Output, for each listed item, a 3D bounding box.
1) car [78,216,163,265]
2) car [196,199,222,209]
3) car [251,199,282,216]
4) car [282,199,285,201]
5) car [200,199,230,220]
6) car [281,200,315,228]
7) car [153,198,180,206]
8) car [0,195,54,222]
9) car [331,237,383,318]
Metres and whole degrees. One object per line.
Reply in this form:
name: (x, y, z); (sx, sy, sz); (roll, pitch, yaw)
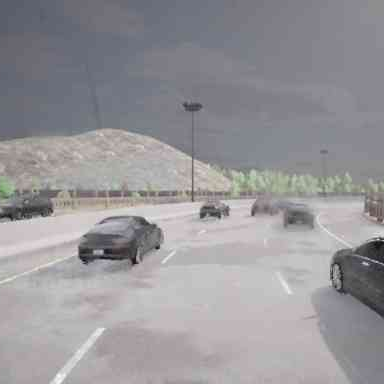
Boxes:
car: (-2.329, 1.555, 11.727); (1.812, 1.442, 4.674); (0, 0, 8)
car: (2.428, 1.683, 47.589); (1.994, 1.385, 4.181); (0, 0, 30)
car: (7.378, 1.437, 33.373); (2.097, 1.767, 4.553); (0, 0, 22)
car: (11.709, 1.656, 42.490); (2.033, 1.411, 5.357); (0, 0, 31)
car: (2.101, 1.581, 29.523); (1.837, 1.490, 4.892); (0, 0, 19)
car: (7.206, 1.565, 22.589); (1.837, 1.490, 4.892); (0, 0, 16)
car: (-3.382, 1.615, 44.044); (1.837, 1.490, 4.892); (0, 0, 27)
car: (-13.628, 1.286, 26.844); (2.150, 2.045, 5.566); (0, 0, 16)
car: (4.025, 1.519, 5.926); (1.837, 1.490, 4.892); (0, -1, 5)
